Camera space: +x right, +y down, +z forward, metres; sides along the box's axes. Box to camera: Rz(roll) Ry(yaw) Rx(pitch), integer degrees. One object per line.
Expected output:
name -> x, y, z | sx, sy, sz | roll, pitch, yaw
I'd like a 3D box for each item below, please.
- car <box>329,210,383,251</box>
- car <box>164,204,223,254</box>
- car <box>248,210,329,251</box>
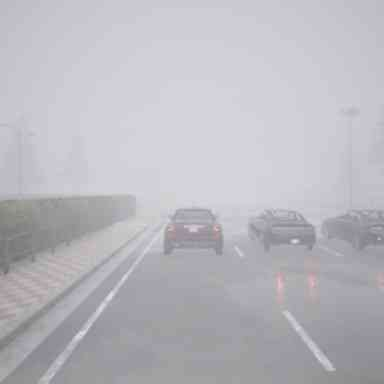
car -> 7.070, 1.475, 13.899 | 2.128, 1.511, 4.902 | 0, 0, 0
car -> 0.068, 1.334, 13.582 | 2.097, 1.767, 4.553 | 0, 0, 0
car -> 3.570, 1.475, 13.897 | 2.128, 1.511, 4.902 | 0, 0, 0
